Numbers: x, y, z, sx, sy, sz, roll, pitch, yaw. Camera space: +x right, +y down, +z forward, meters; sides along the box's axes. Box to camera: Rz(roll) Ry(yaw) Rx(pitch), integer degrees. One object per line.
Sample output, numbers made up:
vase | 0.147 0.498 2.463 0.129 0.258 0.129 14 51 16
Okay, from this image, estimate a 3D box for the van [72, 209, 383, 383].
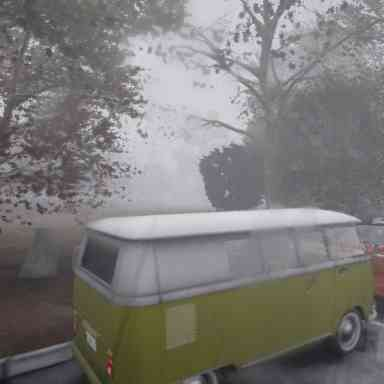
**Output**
van | 0.785 1.258 4.612 4.442 1.987 1.878 0 0 -33
